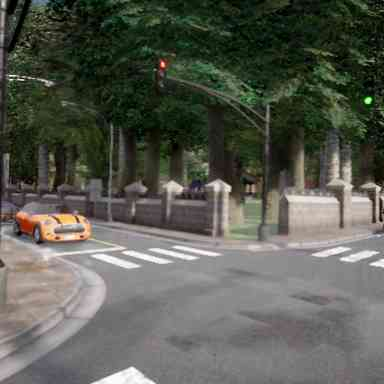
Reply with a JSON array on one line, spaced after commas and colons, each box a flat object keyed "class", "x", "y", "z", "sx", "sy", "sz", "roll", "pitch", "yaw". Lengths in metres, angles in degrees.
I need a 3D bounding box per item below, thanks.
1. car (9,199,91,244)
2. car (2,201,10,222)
[{"class": "car", "x": -6.407, "y": 1.228, "z": 15.145, "sx": 2.097, "sy": 1.767, "sz": 4.553, "roll": 2, "pitch": -1, "yaw": -42}, {"class": "car", "x": -12.752, "y": 1.327, "z": 22.155, "sx": 2.033, "sy": 1.411, "sz": 5.357, "roll": 2, "pitch": -1, "yaw": -42}]
